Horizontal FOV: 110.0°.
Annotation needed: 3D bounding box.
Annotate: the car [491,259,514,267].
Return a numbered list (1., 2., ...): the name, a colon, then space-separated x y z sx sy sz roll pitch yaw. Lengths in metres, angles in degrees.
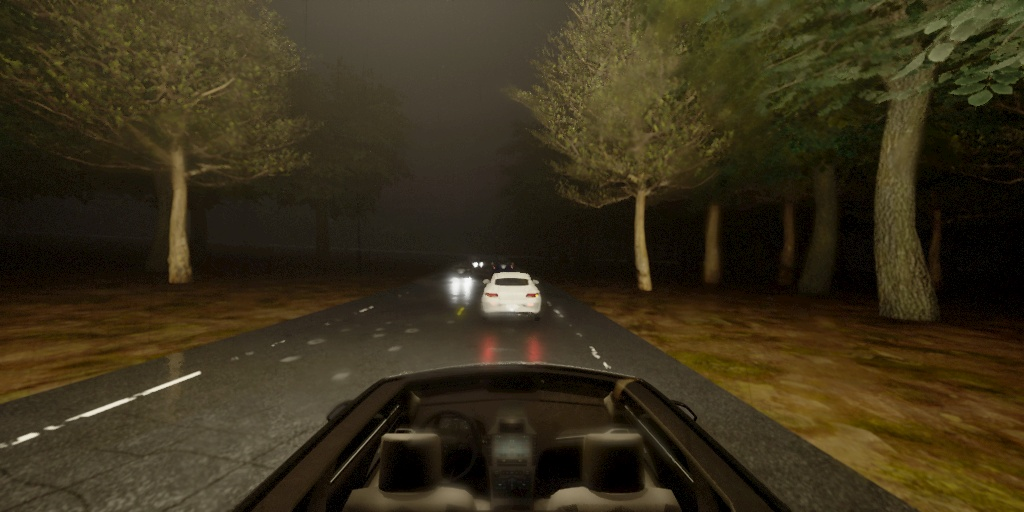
1. car: -0.891 1.033 34.073 2.097 1.767 4.553 0 0 -3

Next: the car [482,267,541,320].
1. car: -0.033 1.284 12.563 1.812 1.442 4.674 0 0 -1

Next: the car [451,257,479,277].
1. car: -4.550 1.147 33.555 2.128 1.511 4.902 0 0 -3
